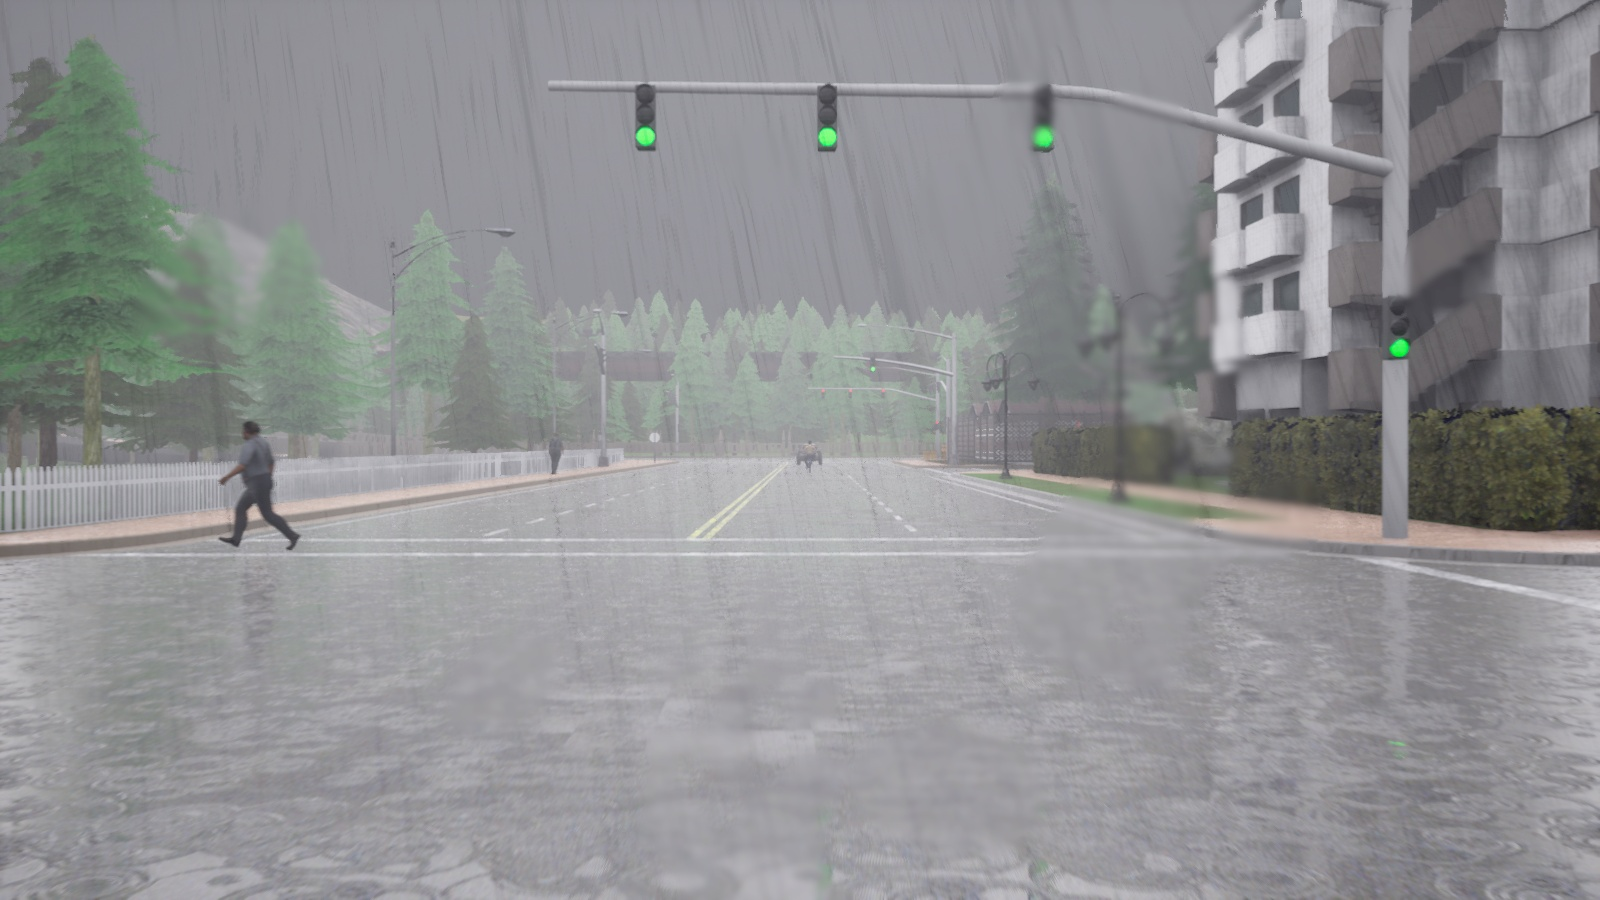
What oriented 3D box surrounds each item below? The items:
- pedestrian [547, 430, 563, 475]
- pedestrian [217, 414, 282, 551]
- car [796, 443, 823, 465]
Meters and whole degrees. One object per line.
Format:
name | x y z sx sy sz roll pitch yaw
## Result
pedestrian | -10.309 0.101 52.763 0.540 1.848 0.694 0 0 -1
pedestrian | -7.556 0.439 17.247 0.694 1.848 0.540 0 0 -8
car | 0.652 0.275 86.609 1.816 1.474 4.193 0 0 1
